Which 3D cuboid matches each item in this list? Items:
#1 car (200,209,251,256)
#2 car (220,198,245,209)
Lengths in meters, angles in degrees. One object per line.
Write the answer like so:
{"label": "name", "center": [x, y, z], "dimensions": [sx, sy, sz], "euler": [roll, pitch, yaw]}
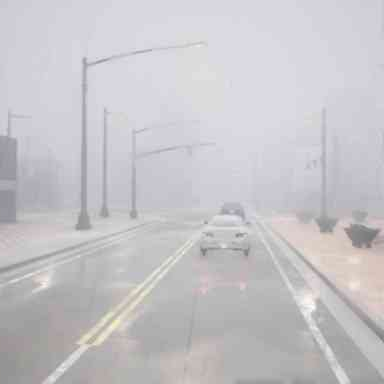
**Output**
{"label": "car", "center": [1.435, 1.661, 13.827], "dimensions": [1.812, 1.442, 4.674], "euler": [0, 0, 8]}
{"label": "car", "center": [3.445, 1.628, 28.391], "dimensions": [2.097, 1.767, 4.553], "euler": [0, -1, 8]}
